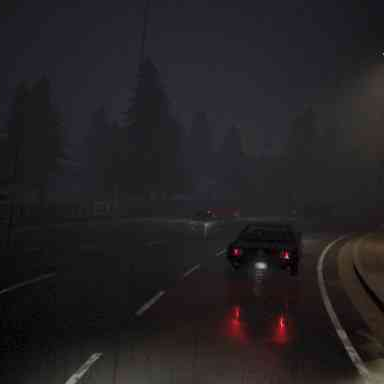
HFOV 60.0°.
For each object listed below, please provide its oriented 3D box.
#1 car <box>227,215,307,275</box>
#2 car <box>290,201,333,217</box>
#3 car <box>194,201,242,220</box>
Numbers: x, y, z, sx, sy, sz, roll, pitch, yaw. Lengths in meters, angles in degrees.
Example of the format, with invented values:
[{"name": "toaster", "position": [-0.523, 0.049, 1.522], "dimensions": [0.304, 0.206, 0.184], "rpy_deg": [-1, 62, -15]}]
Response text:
[{"name": "car", "position": [2.579, 1.643, 10.782], "dimensions": [1.895, 1.301, 4.718], "rpy_deg": [0, 0, 20]}, {"name": "car", "position": [11.663, 1.636, 32.367], "dimensions": [4.902, 1.511, 2.128], "rpy_deg": [0, 0, -32]}, {"name": "car", "position": [2.327, 1.568, 29.240], "dimensions": [5.008, 1.535, 1.882], "rpy_deg": [0, -1, -44]}]
